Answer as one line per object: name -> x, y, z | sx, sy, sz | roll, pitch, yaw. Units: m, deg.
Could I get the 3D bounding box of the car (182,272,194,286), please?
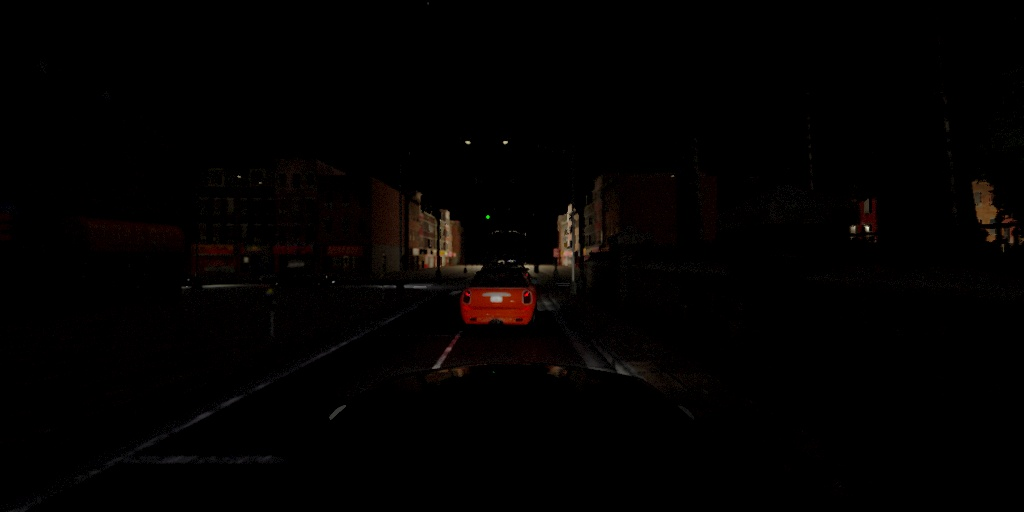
car -> -24.608, 1.386, 24.572 | 4.892, 1.490, 1.837 | 0, 0, 0

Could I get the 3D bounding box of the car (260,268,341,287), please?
car -> -14.368, 1.471, 24.560 | 4.718, 1.301, 1.895 | 0, 0, 3

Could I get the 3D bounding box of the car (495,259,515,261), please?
car -> 0.100, 1.213, 24.737 | 2.097, 1.767, 4.553 | 0, 0, 0

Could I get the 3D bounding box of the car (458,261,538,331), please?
car -> -0.271, 1.144, 11.387 | 2.097, 1.767, 4.553 | 0, 0, 3
